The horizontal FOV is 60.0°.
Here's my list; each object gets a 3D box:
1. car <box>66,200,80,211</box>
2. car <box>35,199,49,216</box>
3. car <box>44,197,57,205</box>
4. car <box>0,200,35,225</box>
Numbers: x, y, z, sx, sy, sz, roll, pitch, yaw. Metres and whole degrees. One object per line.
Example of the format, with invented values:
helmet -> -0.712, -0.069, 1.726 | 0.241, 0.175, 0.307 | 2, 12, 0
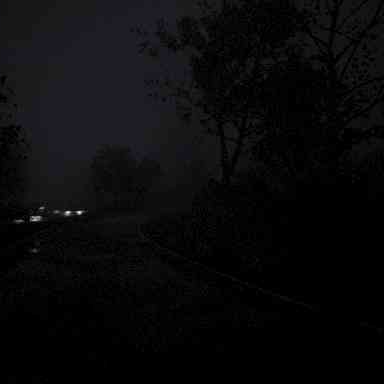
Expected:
car -> -17.034, 1.899, 47.756 | 1.882, 1.535, 5.008 | 0, -1, -20
car -> -17.896, 1.869, 37.576 | 1.837, 1.490, 4.892 | 1, -1, -8
car -> -22.565, 1.432, 52.802 | 2.097, 1.767, 4.553 | 0, 0, -28
car -> -14.781, 1.559, 26.028 | 2.097, 1.767, 4.553 | 0, -1, 5
